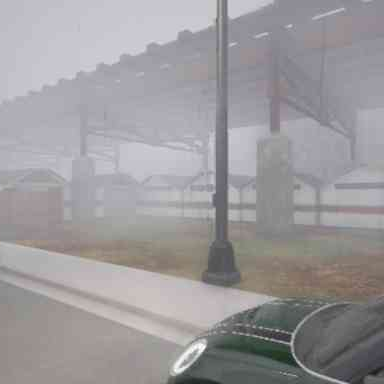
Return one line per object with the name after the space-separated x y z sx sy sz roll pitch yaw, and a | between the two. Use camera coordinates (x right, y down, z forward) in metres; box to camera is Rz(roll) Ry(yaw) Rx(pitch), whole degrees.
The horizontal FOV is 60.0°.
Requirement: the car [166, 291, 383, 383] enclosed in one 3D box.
1.931 1.385 2.247 4.553 1.767 2.097 0 -1 38 | car
